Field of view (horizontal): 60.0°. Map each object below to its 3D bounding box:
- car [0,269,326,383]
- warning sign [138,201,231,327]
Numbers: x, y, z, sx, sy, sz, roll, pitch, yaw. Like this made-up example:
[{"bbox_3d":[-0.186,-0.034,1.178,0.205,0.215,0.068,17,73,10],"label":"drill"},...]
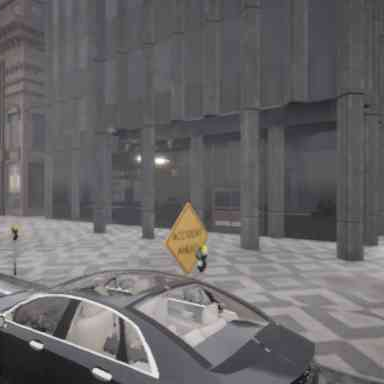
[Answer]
[{"bbox_3d":[-0.913,1.551,3.613,4.403,1.369,2.008,0,0,36],"label":"car"},{"bbox_3d":[-0.100,1.116,5.871,1.060,1.860,1.300,0,0,36],"label":"warning sign"}]
